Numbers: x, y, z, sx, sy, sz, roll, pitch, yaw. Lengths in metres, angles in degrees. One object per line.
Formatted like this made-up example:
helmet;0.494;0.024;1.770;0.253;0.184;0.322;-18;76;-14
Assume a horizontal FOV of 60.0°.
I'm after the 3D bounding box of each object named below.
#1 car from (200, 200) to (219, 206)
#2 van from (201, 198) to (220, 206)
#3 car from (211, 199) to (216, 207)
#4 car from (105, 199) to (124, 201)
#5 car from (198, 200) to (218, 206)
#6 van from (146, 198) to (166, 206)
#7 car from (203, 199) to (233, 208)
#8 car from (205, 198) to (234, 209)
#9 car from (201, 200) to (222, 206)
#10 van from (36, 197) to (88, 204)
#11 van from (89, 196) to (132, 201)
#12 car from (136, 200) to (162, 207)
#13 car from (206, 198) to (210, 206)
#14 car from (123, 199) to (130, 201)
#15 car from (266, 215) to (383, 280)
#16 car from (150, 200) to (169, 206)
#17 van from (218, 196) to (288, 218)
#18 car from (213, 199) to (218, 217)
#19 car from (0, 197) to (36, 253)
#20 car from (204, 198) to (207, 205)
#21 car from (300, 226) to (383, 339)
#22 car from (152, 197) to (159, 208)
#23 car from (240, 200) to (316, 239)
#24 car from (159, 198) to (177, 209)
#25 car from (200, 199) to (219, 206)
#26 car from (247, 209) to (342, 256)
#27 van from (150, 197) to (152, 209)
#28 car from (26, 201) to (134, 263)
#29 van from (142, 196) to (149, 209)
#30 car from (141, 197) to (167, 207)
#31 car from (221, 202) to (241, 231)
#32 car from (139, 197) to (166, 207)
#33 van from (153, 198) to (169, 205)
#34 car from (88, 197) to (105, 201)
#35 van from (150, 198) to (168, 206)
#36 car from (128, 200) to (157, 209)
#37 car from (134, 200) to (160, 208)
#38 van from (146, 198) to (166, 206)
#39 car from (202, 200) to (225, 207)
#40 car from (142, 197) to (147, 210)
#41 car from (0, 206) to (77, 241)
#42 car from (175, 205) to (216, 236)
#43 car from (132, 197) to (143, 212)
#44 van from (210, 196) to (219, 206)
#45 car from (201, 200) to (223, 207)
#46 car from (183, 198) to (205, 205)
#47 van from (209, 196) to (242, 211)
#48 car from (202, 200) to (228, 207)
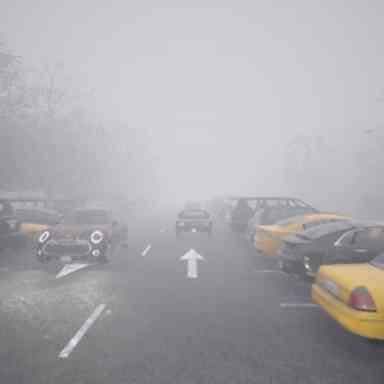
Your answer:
car;4.524;2.849;88.409;4.892;1.521;2.231;0;-2;0
van;4.404;2.409;80.088;4.442;1.987;1.878;0;-1;0
car;4.562;1.672;32.917;4.792;1.488;2.163;0;0;0
car;-8.541;1.592;27.550;5.008;1.535;2.097;0;0;0
car;4.332;2.925;91.175;5.366;1.575;1.946;0;-2;0
van;-8.442;2.338;77.388;4.442;1.987;1.878;0;-1;0
car;4.711;2.156;60.655;5.366;1.575;1.946;0;-1;0
car;4.558;1.897;55.107;4.553;1.767;2.185;0;-1;0
car;4.550;2.597;77.306;4.792;1.488;2.163;0;-1;0
van;-8.661;1.296;19.241;4.442;1.987;1.878;0;0;0
van;-8.665;1.413;33.092;4.442;1.987;1.878;0;0;0
car;-8.550;2.292;66.304;5.008;1.535;2.097;0;-1;0
car;4.501;1.742;41.252;4.792;1.488;2.163;0;-1;0
car;-8.541;1.617;30.320;4.892;1.521;2.231;0;0;0
car;4.533;1.458;7.941;4.892;1.521;2.231;0;0;0
car;-8.590;2.874;88.456;4.792;1.488;2.163;0;-2;0
van;4.418;1.346;24.591;4.442;1.987;1.878;0;0;0
car;4.528;1.595;27.366;5.008;1.535;2.097;0;0;0
car;-8.570;1.209;10.934;5.566;2.045;2.435;0;0;0
car;4.501;1.499;44.009;5.566;2.045;2.435;0;-1;0
car;4.725;1.455;5.172;5.366;1.575;1.946;0;0;0
car;-8.524;1.699;52.339;5.566;2.045;2.435;0;-1;0
car;4.506;1.356;13.491;4.553;1.767;2.185;0;0;0
car;-3.579;2.039;53.296;2.033;1.411;5.357;0;-1;0
car;4.488;2.648;85.633;4.553;1.767;2.185;0;-2;0
car;4.531;1.465;10.713;5.008;1.535;2.097;0;0;0
van;-8.668;1.656;49.569;4.442;1.987;1.878;0;-1;0
car;-3.602;1.339;11.743;2.097;1.767;4.553;0;0;0
van;-8.434;1.521;44.022;4.442;1.987;1.878;0;-1;0
car;-8.530;2.245;74.620;5.566;2.045;2.435;0;-1;0
car;4.532;1.589;21.813;4.674;1.452;2.002;0;0;0
car;-8.529;2.177;71.850;5.566;2.045;2.435;0;-1;0
van;-8.679;2.781;93.872;4.442;1.987;1.878;0;-2;0
car;-8.513;1.420;22.009;4.553;1.767;2.185;0;0;0
van;-8.452;2.545;85.711;4.442;1.987;1.878;0;-2;0
car;-8.552;2.129;57.996;4.674;1.452;2.002;0;-1;0
car;-8.558;2.262;63.409;4.674;1.452;2.002;0;-1;0
van;-8.676;2.406;80.157;4.442;1.987;1.878;0;-1;0
car;4.552;2.461;71.755;4.792;1.488;2.163;0;-1;0
car;-8.555;1.709;41.399;5.008;1.535;2.097;0;0;0
car;-8.537;1.500;16.468;4.892;1.521;2.231;0;0;0
car;0.096;1.642;18.777;1.895;1.301;4.718;0;0;0
car;-8.364;1.659;35.861;5.366;1.575;1.946;0;0;0
van;4.648;1.463;38.472;4.442;1.987;1.878;0;0;0
car;4.551;2.529;74.531;4.792;1.488;2.163;0;-1;0
car;0.091;1.691;36.031;1.837;1.490;4.892;0;-1;0
van;4.646;1.593;46.783;4.442;1.987;1.878;0;-1;0
car;4.518;2.296;66.205;4.892;1.521;2.231;0;-1;0
